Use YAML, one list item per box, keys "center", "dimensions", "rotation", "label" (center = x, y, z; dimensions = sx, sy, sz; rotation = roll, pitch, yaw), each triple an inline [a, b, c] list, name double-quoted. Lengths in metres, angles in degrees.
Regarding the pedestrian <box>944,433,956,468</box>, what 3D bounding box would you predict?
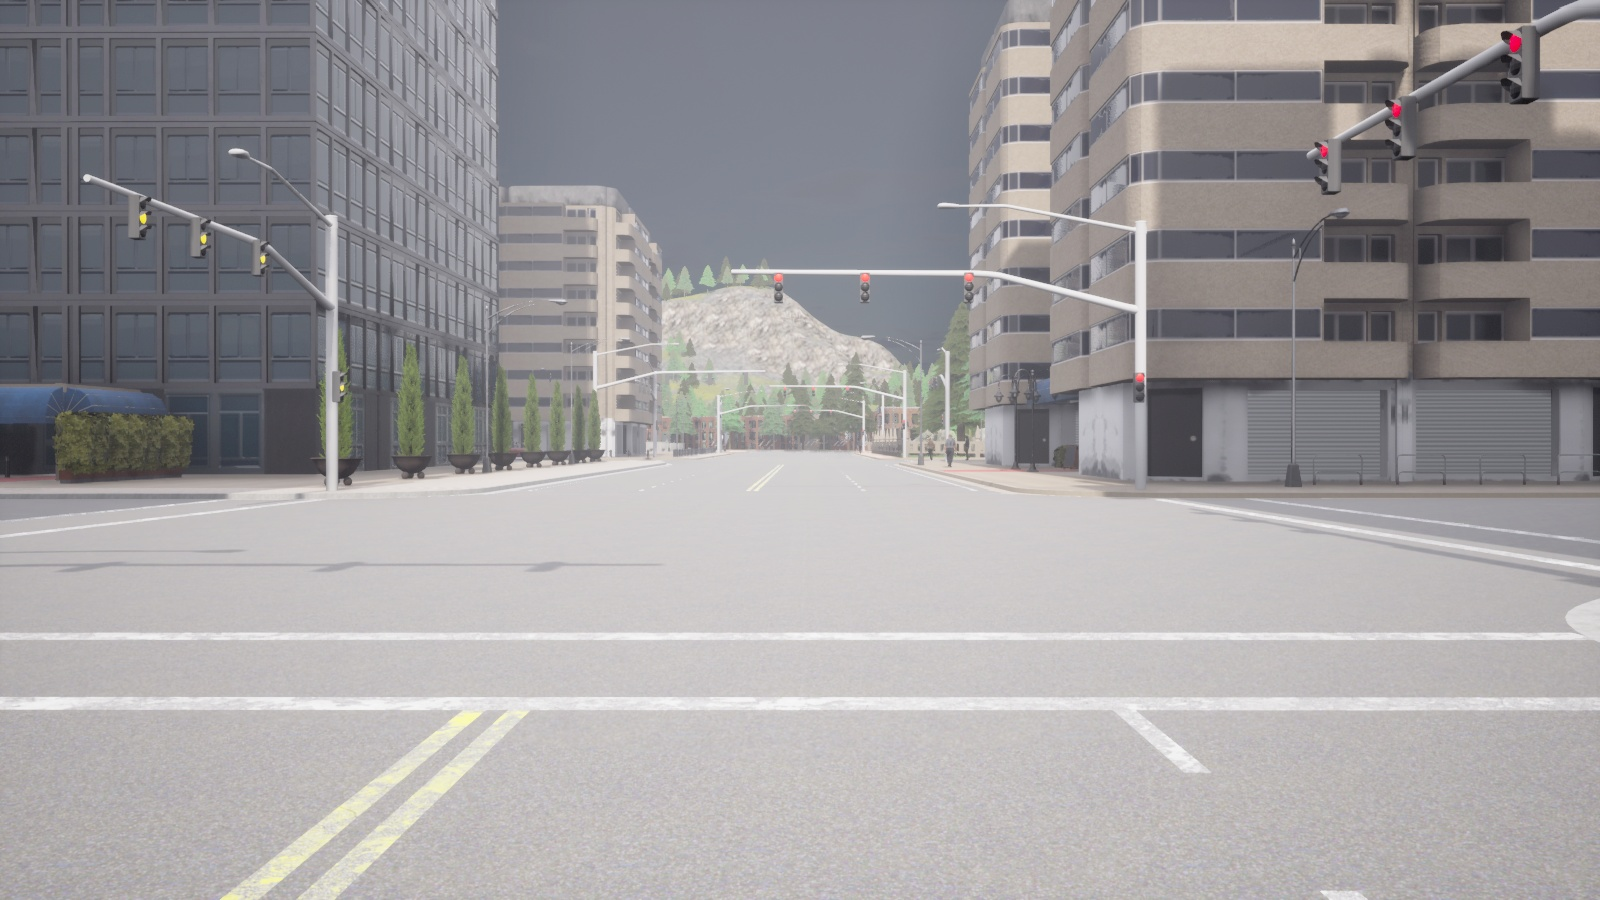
- center: [8.078, 0.025, 67.693]
  dimensions: [0.540, 1.848, 0.694]
  rotation: [0, 0, 1]
  label: "pedestrian"
